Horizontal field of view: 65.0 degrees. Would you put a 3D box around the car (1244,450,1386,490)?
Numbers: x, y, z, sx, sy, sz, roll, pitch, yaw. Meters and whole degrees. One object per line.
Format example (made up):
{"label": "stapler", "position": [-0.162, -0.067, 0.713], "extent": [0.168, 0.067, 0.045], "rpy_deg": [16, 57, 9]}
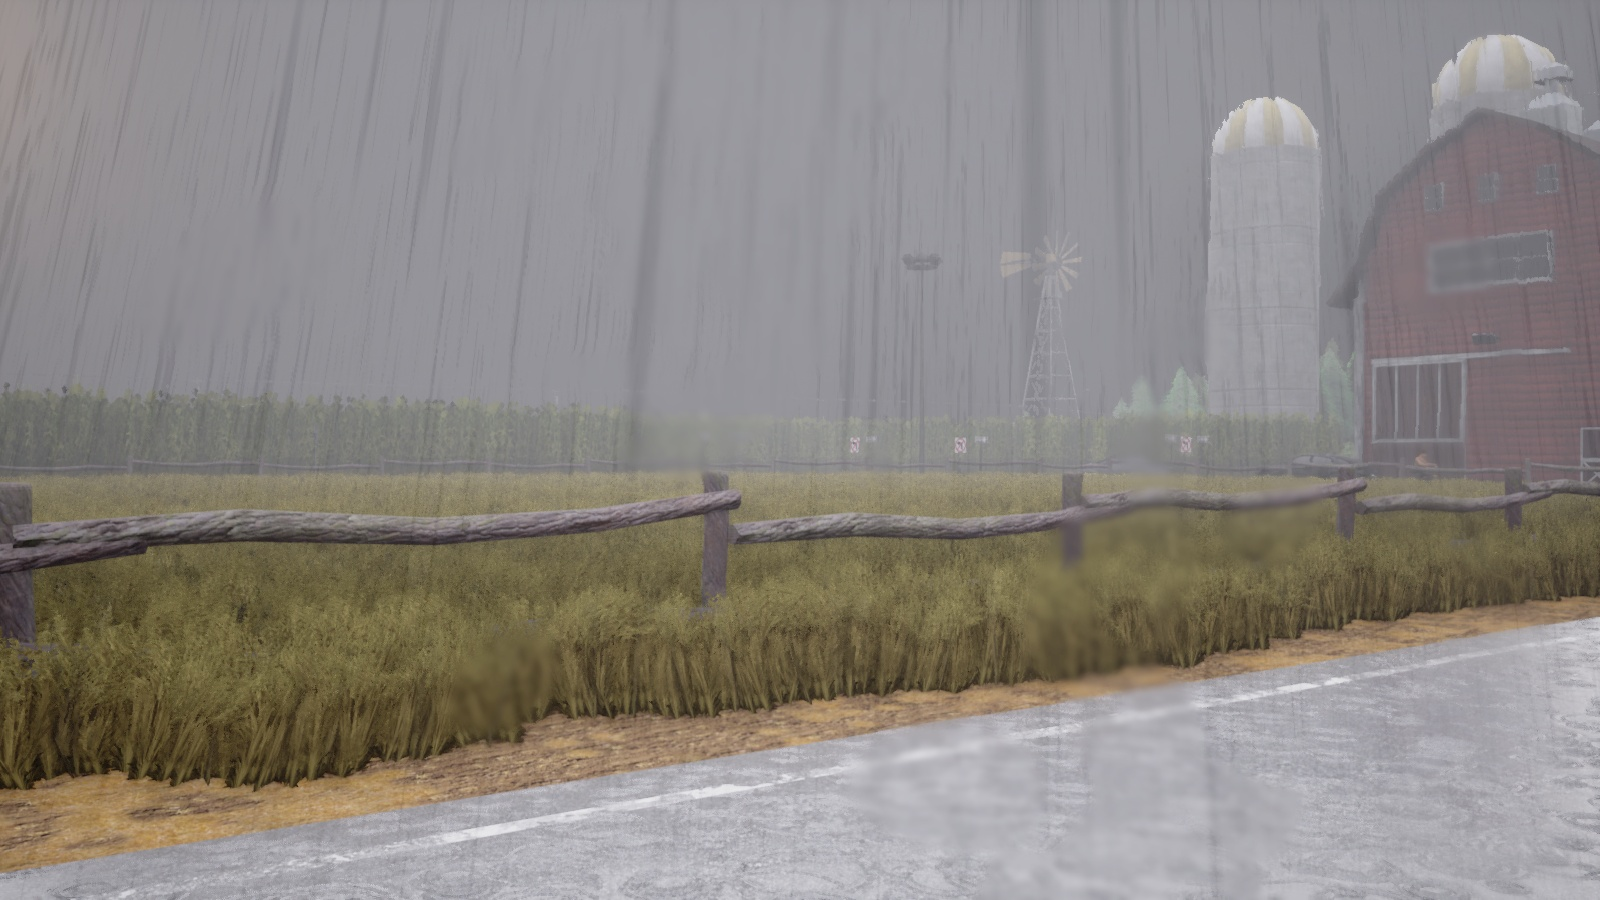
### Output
{"label": "car", "position": [20.753, 0.789, 50.787], "extent": [1.882, 1.535, 5.008], "rpy_deg": [0, 0, -38]}

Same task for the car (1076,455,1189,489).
{"label": "car", "position": [14.122, 0.896, 53.395], "extent": [4.181, 1.385, 1.994], "rpy_deg": [0, 0, 42]}
